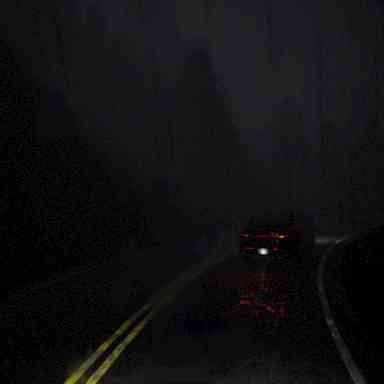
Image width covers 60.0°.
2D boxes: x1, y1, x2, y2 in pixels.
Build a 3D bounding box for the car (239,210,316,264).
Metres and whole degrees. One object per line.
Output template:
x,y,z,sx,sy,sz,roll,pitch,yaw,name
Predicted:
3.057,1.379,11.487,1.837,1.490,4.892,-2,0,26,car
